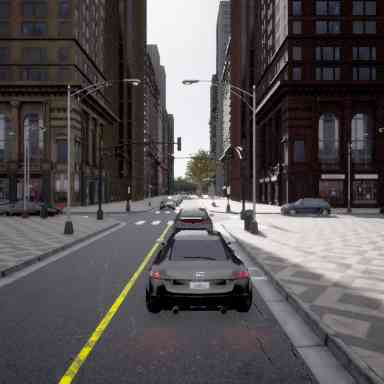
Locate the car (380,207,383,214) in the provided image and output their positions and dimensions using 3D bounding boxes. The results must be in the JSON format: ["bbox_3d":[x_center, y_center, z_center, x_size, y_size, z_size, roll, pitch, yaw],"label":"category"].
[{"bbox_3d":[20.508,1.631,32.048,4.181,1.385,1.994,0,0,0],"label":"car"}]

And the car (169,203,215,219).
[{"bbox_3d":[0.055,1.505,16.593,1.837,1.490,4.892,0,0,0],"label":"car"}]

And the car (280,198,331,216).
[{"bbox_3d":[10.852,1.389,32.082,4.553,1.767,2.097,0,0,1],"label":"car"}]

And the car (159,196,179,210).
[{"bbox_3d":[-3.105,1.548,43.049,2.033,1.411,5.357,0,0,0],"label":"car"}]

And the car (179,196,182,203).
[{"bbox_3d":[-3.108,1.495,52.810,2.128,1.511,4.902,0,0,0],"label":"car"}]

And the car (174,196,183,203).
[{"bbox_3d":[-3.024,1.551,73.457,1.812,1.442,4.674,0,0,0],"label":"car"}]

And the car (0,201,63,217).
[{"bbox_3d":[-14.127,1.499,28.835,5.357,1.411,2.033,0,0,0],"label":"car"}]

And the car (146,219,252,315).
[{"bbox_3d":[0.105,1.564,7.686,1.994,1.385,4.181,0,0,-1],"label":"car"}]
